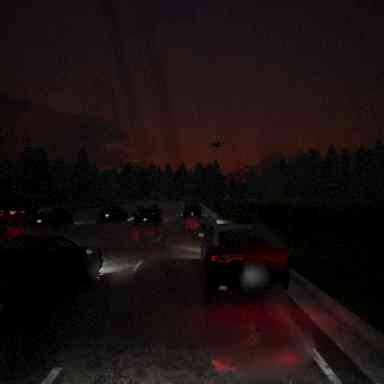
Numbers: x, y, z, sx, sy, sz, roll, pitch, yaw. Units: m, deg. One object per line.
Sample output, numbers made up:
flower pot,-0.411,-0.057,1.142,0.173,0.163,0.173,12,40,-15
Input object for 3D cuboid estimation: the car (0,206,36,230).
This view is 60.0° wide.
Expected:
car,-6.903,1.478,10.023,2.097,1.767,4.553,0,-1,0

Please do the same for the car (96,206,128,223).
car,-6.909,1.926,29.050,1.994,1.385,4.181,0,-1,0

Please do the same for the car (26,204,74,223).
car,-10.407,1.837,24.949,1.812,1.442,4.674,0,-1,0

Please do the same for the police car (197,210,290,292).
police car,1.222,1.544,9.405,1.930,1.638,5.238,0,-1,0

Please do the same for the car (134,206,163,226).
car,-3.408,1.823,26.608,2.128,1.511,4.902,0,-1,0

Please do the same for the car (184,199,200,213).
car,-0.008,1.919,45.584,2.097,1.767,4.553,0,-1,0

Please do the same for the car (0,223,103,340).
car,-3.403,1.635,6.933,2.033,1.411,5.357,0,-1,0

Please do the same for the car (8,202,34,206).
car,-13.909,1.700,27.926,2.097,1.767,4.553,0,-1,0

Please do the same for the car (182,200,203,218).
car,0.040,1.943,35.185,1.837,1.490,4.892,0,-1,0
